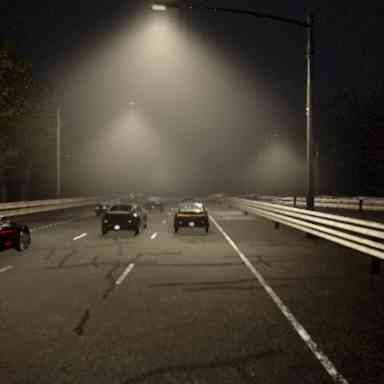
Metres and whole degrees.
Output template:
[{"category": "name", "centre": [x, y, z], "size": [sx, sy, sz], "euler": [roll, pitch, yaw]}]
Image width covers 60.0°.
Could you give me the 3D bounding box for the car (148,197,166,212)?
[{"category": "car", "centre": [-3.839, 1.262, 34.968], "size": [2.128, 1.511, 4.902], "euler": [0, 0, -1]}]

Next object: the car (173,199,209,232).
[{"category": "car", "centre": [-0.044, 1.359, 18.925], "size": [2.128, 1.511, 4.902], "euler": [0, 0, -1]}]

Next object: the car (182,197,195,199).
[{"category": "car", "centre": [-0.341, 1.273, 35.093], "size": [1.837, 1.490, 4.892], "euler": [0, 0, -1]}]

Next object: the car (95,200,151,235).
[{"category": "car", "centre": [-3.531, 1.380, 17.958], "size": [1.837, 1.490, 4.892], "euler": [0, 0, -1]}]

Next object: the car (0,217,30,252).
[{"category": "car", "centre": [-6.958, 1.417, 10.532], "size": [2.128, 1.511, 4.902], "euler": [0, 0, 0]}]

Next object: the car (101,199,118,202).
[{"category": "car", "centre": [-7.222, 1.350, 29.821], "size": [2.033, 1.411, 5.357], "euler": [0, 0, -1]}]
